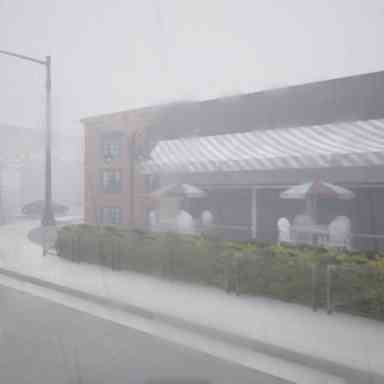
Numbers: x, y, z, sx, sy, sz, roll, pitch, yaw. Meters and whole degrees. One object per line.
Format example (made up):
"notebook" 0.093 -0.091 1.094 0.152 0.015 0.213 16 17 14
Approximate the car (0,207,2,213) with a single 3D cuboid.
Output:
"car" -18.899 1.560 28.816 1.895 1.301 4.718 0 0 12

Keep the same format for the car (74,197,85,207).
"car" -15.108 1.446 50.098 2.128 1.511 4.902 0 0 34

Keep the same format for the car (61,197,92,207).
"car" -18.056 1.513 51.971 1.994 1.385 4.181 0 0 34

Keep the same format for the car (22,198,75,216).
"car" -13.932 1.490 31.891 1.812 1.442 4.674 0 0 24
